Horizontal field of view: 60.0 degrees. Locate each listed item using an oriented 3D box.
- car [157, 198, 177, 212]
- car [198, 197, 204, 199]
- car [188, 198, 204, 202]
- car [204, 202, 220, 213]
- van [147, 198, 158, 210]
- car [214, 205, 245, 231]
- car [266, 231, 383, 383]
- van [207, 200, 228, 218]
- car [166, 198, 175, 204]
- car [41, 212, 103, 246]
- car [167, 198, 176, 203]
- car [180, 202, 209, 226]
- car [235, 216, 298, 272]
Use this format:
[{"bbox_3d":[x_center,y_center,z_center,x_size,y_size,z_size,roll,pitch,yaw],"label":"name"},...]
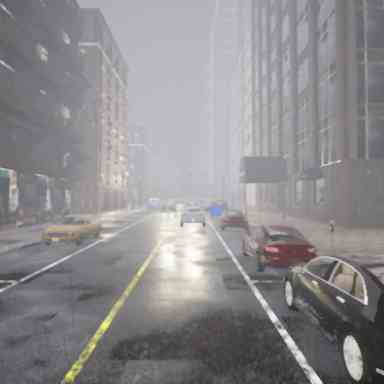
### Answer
[{"bbox_3d":[-3.064,1.937,45.030,2.128,1.511,4.902,0,-1,0],"label":"car"},{"bbox_3d":[2.623,2.501,93.972,1.802,1.307,4.206,1,-1,0],"label":"car"},{"bbox_3d":[0.063,1.920,42.136,2.163,1.488,4.792,0,-1,0],"label":"car"},{"bbox_3d":[2.664,2.023,44.717,1.802,1.307,4.206,1,-1,0],"label":"car"},{"bbox_3d":[-5.803,1.839,50.396,1.690,1.788,3.998,1,-1,0],"label":"van"},{"bbox_3d":[2.683,1.802,22.114,1.802,1.307,4.206,1,-1,0],"label":"car"},{"bbox_3d":[2.698,1.603,5.162,2.008,1.369,4.403,1,-1,0],"label":"car"},{"bbox_3d":[2.677,1.672,33.419,1.690,1.788,3.998,1,-1,0],"label":"van"},{"bbox_3d":[-5.752,2.416,88.309,2.008,1.369,4.403,1,-1,0],"label":"car"},{"bbox_3d":[-5.691,1.689,16.290,1.752,1.417,4.829,1,-1,0],"label":"car"},{"bbox_3d":[-5.756,2.471,93.963,2.008,1.369,4.403,1,-1,0],"label":"car"},{"bbox_3d":[0.082,1.778,25.448,1.812,1.442,4.674,0,-1,0],"label":"car"},{"bbox_3d":[2.692,1.691,10.812,1.802,1.307,4.206,1,-1,0],"label":"car"}]
